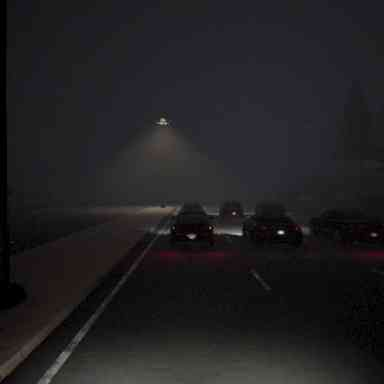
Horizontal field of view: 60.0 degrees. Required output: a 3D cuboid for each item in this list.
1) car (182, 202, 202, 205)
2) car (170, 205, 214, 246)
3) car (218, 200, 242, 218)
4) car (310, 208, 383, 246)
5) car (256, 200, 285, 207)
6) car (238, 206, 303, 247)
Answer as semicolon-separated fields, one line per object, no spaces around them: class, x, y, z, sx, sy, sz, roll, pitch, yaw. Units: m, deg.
car;0.004;1.564;30.091;1.994;1.385;4.181;0;0;0
car;0.004;1.526;15.156;1.812;1.442;4.674;0;0;0
car;3.503;1.507;30.068;1.837;1.490;4.892;0;0;0
car;7.005;1.478;15.260;1.882;1.535;5.008;0;0;0
car;7.005;1.478;30.264;1.882;1.535;5.008;0;0;0
car;3.504;1.564;15.091;1.994;1.385;4.181;0;0;0
